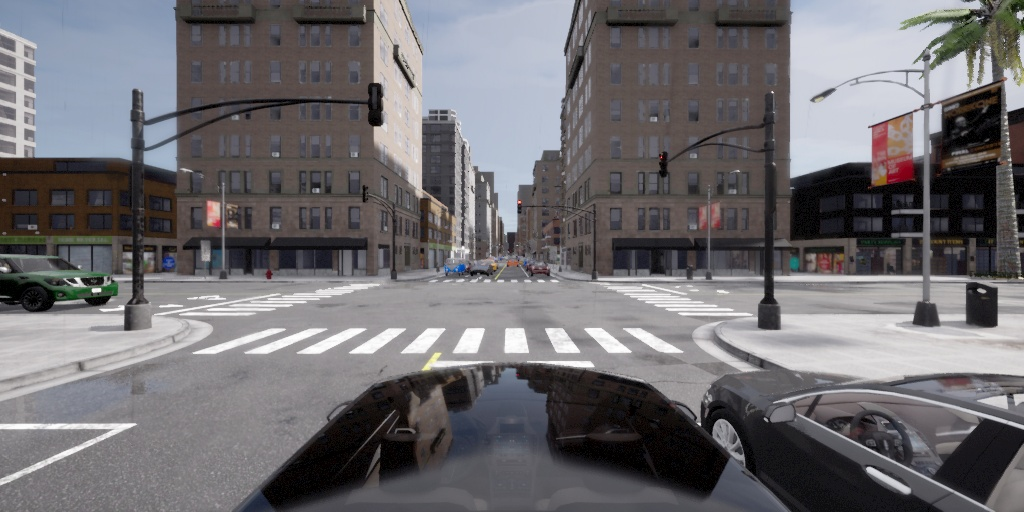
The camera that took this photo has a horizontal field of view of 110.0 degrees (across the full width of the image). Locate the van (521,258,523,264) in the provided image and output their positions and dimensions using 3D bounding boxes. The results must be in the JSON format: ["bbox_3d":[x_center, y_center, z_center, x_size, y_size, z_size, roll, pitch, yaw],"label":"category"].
[{"bbox_3d":[2.798,1.094,59.090,1.690,1.789,3.998,0,0,0],"label":"van"}]

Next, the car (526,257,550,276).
[{"bbox_3d":[2.743,1.192,36.413,1.967,1.591,4.097,0,0,0],"label":"car"}]

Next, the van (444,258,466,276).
[{"bbox_3d":[-5.783,1.093,36.431,1.690,1.789,3.998,0,0,0],"label":"van"}]

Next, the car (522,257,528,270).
[{"bbox_3d":[2.771,1.193,47.751,1.967,1.591,4.097,0,0,0],"label":"car"}]

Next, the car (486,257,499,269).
[{"bbox_3d":[-3.001,1.231,46.323,1.882,1.535,5.008,0,0,0],"label":"car"}]

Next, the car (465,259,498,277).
[{"bbox_3d":[-2.997,1.300,36.621,2.033,1.411,5.357,0,0,4],"label":"car"}]

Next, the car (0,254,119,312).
[{"bbox_3d":[-18.522,0.949,13.578,5.566,2.045,2.150,0,0,0],"label":"car"}]

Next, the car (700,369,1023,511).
[{"bbox_3d":[2.668,1.300,1.763,2.007,1.370,4.403,0,0,0],"label":"car"}]

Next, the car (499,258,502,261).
[{"bbox_3d":[-2.969,1.354,56.241,1.895,1.301,4.718,0,0,0],"label":"car"}]
